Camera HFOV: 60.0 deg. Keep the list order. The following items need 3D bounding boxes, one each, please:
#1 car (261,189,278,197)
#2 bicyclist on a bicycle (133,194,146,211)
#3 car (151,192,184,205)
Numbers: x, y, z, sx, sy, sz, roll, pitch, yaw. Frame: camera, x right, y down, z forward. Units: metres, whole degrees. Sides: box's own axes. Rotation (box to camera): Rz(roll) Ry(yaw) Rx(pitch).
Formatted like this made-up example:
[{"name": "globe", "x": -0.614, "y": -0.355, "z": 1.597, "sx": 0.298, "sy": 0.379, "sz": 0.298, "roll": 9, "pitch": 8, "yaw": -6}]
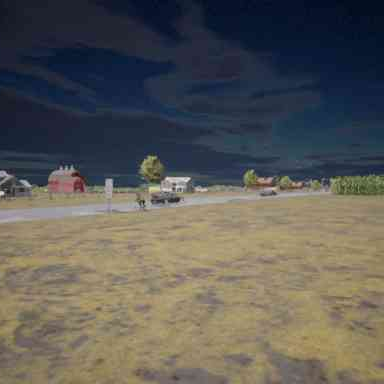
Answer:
[{"name": "car", "x": 15.514, "y": 0.178, "z": 66.560, "sx": 2.033, "sy": 1.411, "sz": 5.357, "roll": 1, "pitch": 2, "yaw": 35}, {"name": "bicyclist on a bicycle", "x": -4.902, "y": 0.995, "z": 31.130, "sx": 1.656, "sy": 1.620, "sz": 0.582, "roll": 0, "pitch": 1, "yaw": 35}, {"name": "car", "x": -2.929, "y": 0.777, "z": 40.628, "sx": 1.837, "sy": 1.490, "sz": 4.892, "roll": 1, "pitch": 2, "yaw": 35}]
